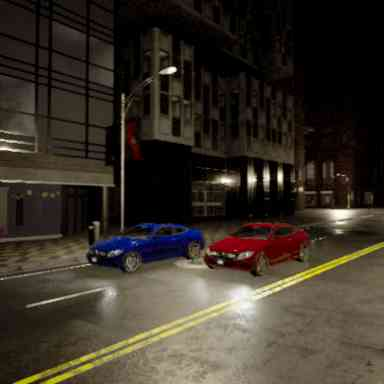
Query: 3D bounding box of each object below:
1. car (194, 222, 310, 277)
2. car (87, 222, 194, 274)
[{"bbox_3d":[2.407,1.772,11.335,1.812,1.442,4.674,-2,-2,43],"label":"car"},{"bbox_3d":[-1.435,1.836,11.988,1.812,1.442,4.674,-2,-2,43],"label":"car"}]
